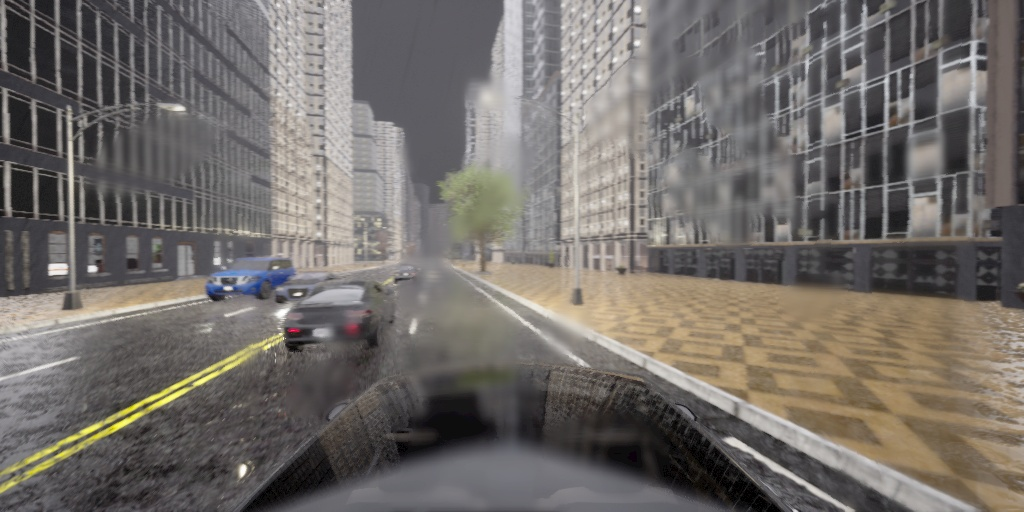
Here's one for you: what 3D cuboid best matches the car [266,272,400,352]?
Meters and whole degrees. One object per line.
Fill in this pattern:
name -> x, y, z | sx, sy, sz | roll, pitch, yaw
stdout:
car -> -4.080, 1.312, 9.077 | 1.812, 1.442, 4.674 | 0, 0, -12

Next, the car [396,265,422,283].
car -> -8.247, 1.395, 28.514 | 2.033, 1.411, 5.357 | 0, 0, -12

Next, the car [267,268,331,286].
car -> -9.242, 1.394, 16.739 | 1.994, 1.385, 4.181 | 0, 0, -12

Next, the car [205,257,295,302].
car -> -12.898, 1.077, 18.272 | 2.150, 2.045, 5.566 | 0, 0, -12
